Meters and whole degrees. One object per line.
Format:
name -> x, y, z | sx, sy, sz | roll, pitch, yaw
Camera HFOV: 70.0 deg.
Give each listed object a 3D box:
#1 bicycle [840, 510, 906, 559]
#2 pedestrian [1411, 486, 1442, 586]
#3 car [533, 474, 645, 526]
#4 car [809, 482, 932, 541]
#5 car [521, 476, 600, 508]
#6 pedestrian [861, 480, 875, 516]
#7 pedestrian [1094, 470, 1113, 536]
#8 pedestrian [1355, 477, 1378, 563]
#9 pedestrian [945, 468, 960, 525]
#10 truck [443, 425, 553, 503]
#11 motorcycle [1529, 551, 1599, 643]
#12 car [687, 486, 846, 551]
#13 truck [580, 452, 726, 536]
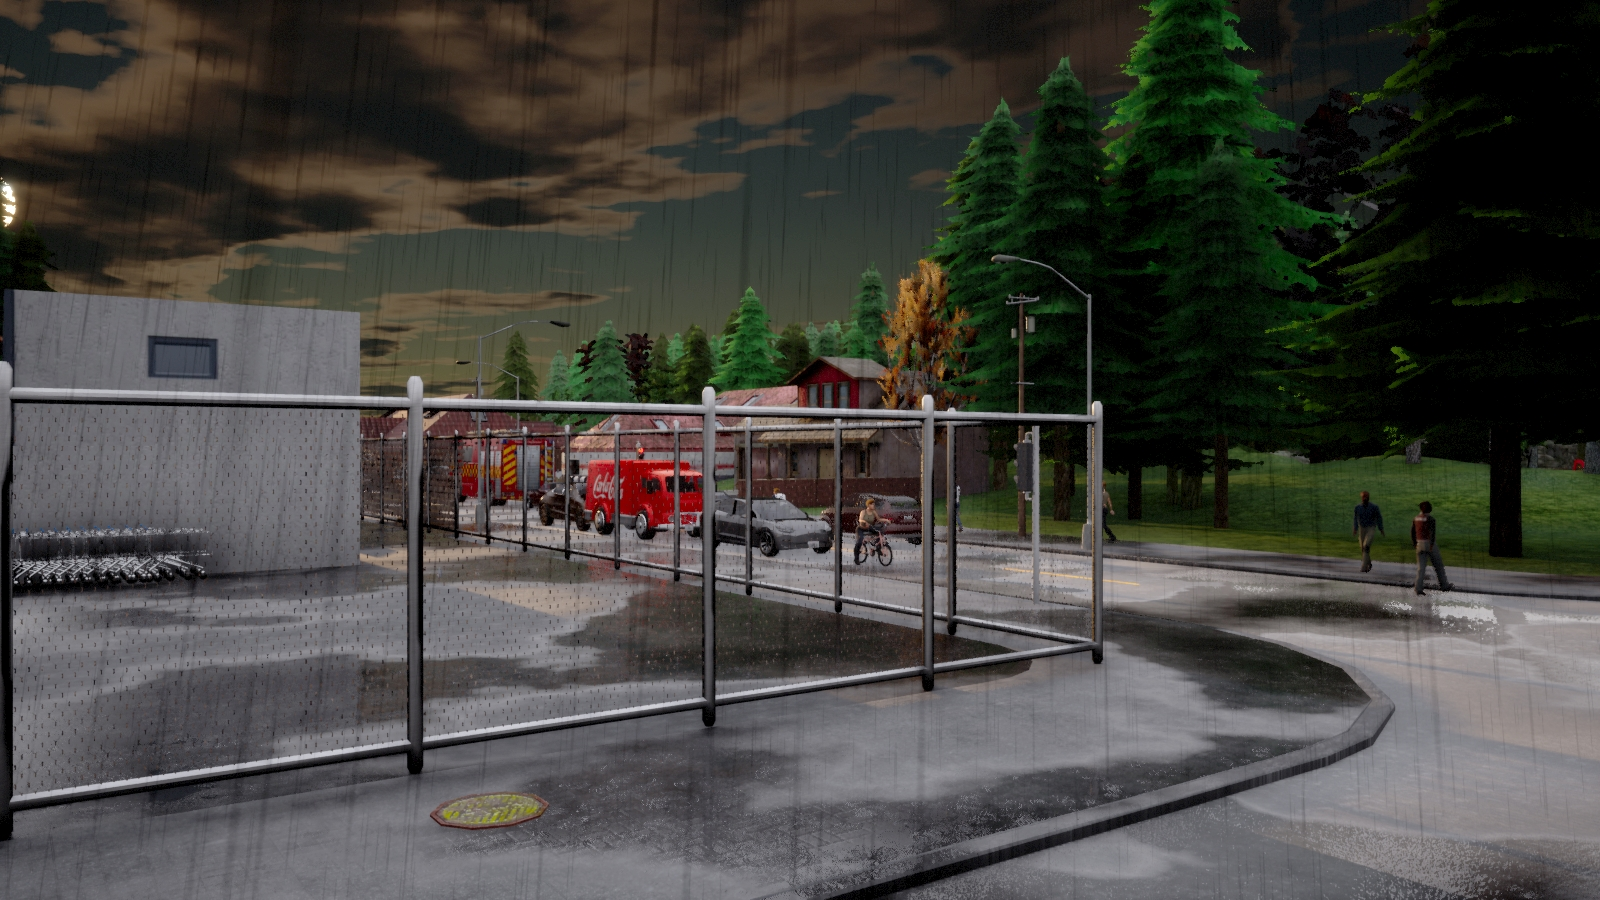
bicycle -> 1.773, 2.033, 27.810 | 0.859, 1.080, 1.487 | 0, 0, -35
pedestrian -> 11.922, 1.625, 21.752 | 0.375, 1.860, 0.375 | 0, 0, -27
car -> -7.756, 1.772, 41.538 | 2.152, 1.651, 5.027 | 0, 0, -34
car -> 2.070, 1.804, 34.339 | 1.789, 1.549, 3.705 | 0, 0, -35
car -> -11.268, 1.931, 53.453 | 1.895, 1.301, 4.718 | 0, 0, -35
pedestrian -> 2.562, 1.801, 42.977 | 0.375, 1.300, 0.375 | 0, 0, -32
pedestrian -> 8.746, 1.522, 32.893 | 0.375, 1.860, 0.375 | 0, 0, -38
pedestrian -> 12.444, 1.520, 25.111 | 0.375, 1.860, 0.375 | 0, 0, 41
pedestrian -> 5.033, 1.520, 37.694 | 0.375, 1.860, 0.375 | 0, 0, -23
truck -> -16.070, 0.667, 60.303 | 2.891, 3.827, 8.468 | 0, 0, -35
motorcycle -> 11.071, 1.989, 15.382 | 2.033, 1.145, 0.803 | 0, -1, 26
car -> -1.029, 1.840, 31.812 | 2.163, 1.488, 4.792 | 0, 0, -35
truck -> -4.910, 1.336, 37.383 | 2.627, 2.467, 5.204 | 0, 0, -35
